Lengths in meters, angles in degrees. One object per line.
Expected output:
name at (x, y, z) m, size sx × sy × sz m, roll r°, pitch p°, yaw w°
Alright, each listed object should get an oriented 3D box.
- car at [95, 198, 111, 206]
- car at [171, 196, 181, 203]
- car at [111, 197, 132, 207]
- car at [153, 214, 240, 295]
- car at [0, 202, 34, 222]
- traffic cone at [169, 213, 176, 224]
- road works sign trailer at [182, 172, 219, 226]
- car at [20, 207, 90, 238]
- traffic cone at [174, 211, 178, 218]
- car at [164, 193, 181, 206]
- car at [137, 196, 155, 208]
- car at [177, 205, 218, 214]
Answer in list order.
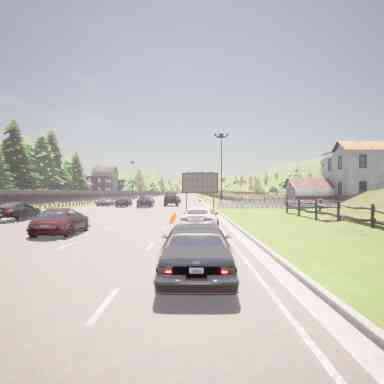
car at (-13.817, 1.601, 52.923) m, size 1.895 × 1.301 × 4.718 m, roll 0°, pitch 0°, yaw 0°
car at (-3.292, 1.564, 68.605) m, size 1.994 × 1.385 × 4.181 m, roll 0°, pitch 0°, yaw 0°
car at (-10.321, 1.490, 50.580) m, size 2.128 × 1.511 × 4.902 m, roll 0°, pitch 0°, yaw 0°
car at (0.112, 1.547, 8.852) m, size 2.033 × 1.411 × 5.357 m, roll 0°, pitch 0°, yaw 1°
car at (-13.858, 1.526, 26.501) m, size 1.812 × 1.442 × 4.674 m, roll 0°, pitch 0°, yaw 0°
traffic cone at (-1.451, 1.955, 23.209) m, size 0.340 × 0.580 × 0.340 m, roll 0°, pitch 0°, yaw 0°
road works sign trailer at (0.524, 0.464, 22.083) m, size 2.380 × 3.560 × 2.880 m, roll 0°, pitch 0°, yaw -3°
car at (-6.872, 1.563, 17.534) m, size 1.994 × 1.385 × 4.181 m, roll 0°, pitch 0°, yaw 0°
traffic cone at (-1.448, 1.955, 25.209) m, size 0.340 × 0.580 × 0.340 m, roll 0°, pitch 0°, yaw 0°
car at (-3.316, 1.221, 53.390) m, size 2.150 × 2.045 × 5.566 m, roll 0°, pitch 0°, yaw 0°
car at (-6.822, 1.351, 49.671) m, size 2.097 × 1.767 × 4.553 m, roll 0°, pitch 0°, yaw 1°
car at (0.445, 1.541, 18.470) m, size 1.812 × 1.442 × 4.674 m, roll -1°, pitch -1°, yaw 7°
